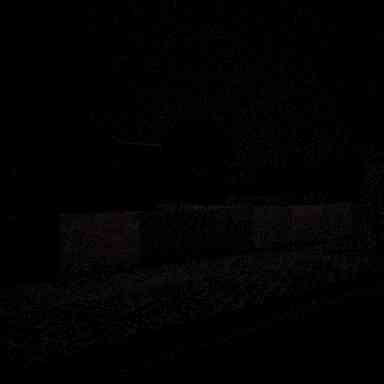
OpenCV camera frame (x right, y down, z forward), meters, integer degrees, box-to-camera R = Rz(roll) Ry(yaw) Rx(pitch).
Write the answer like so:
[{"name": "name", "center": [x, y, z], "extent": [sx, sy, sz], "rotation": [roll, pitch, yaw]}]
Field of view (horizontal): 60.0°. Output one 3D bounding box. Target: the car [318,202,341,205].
[{"name": "car", "center": [12.223, 1.619, 27.899], "extent": [4.902, 1.511, 2.128], "rotation": [0, 3, 37]}]

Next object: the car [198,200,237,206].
[{"name": "car", "center": [2.759, 1.612, 35.527], "extent": [4.902, 1.511, 2.128], "rotation": [0, 3, 42]}]
